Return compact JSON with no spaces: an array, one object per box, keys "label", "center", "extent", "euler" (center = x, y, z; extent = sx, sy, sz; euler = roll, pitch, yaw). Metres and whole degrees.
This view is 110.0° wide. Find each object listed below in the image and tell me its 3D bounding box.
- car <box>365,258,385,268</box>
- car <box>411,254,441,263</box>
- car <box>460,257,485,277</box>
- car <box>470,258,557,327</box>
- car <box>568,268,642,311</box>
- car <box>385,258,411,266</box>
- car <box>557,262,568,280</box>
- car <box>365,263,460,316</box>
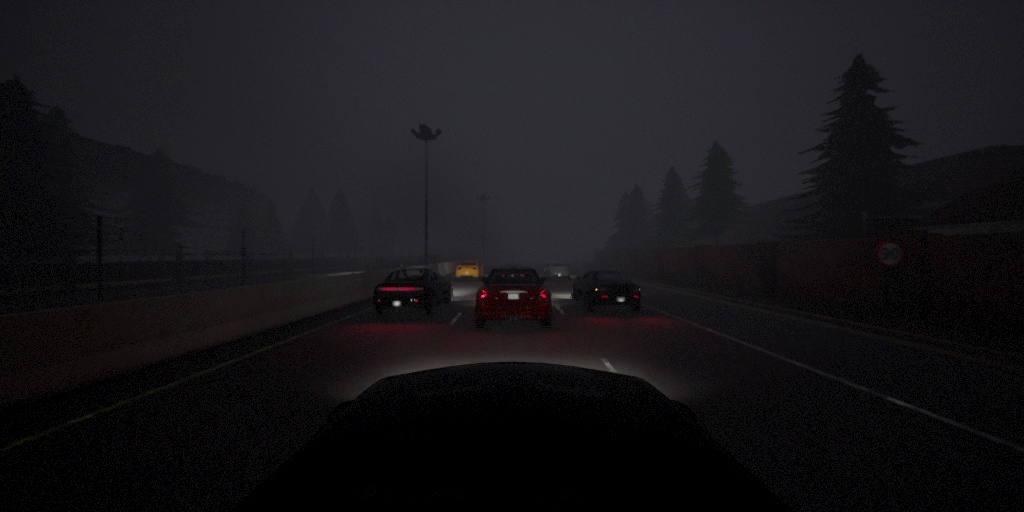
[{"label":"car","center":[-17.264,1.059,46.491],"extent":[2.128,1.511,4.902],"euler":[0,0,4]},{"label":"car","center":[-10.399,0.798,44.833],"extent":[2.150,2.045,5.566],"euler":[0,0,3]},{"label":"car","center":[-3.426,1.113,29.711],"extent":[1.882,1.535,5.008],"euler":[0,0,0]},{"label":"car","center":[0.055,1.062,11.449],"extent":[2.097,1.767,4.553],"euler":[0,0,0]},{"label":"car","center":[3.567,1.225,14.020],"extent":[1.812,1.442,4.674],"euler":[0,0,0]},{"label":"car","center":[-13.822,1.049,45.427],"extent":[1.882,1.535,5.008],"euler":[0,0,4]},{"label":"car","center":[3.571,1.164,29.153],"extent":[1.812,1.442,4.674],"euler":[0,0,0]},{"label":"car","center":[-3.434,1.195,13.153],"extent":[2.128,1.511,4.902],"euler":[0,0,0]}]
